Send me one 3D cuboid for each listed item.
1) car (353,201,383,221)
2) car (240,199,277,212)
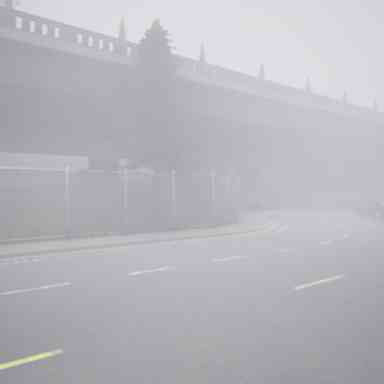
[{"bbox_3d":[15.121,1.453,27.074,1.882,1.535,5.008,1,0,-4],"label":"car"},{"bbox_3d":[7.589,1.523,38.930,2.033,1.411,5.357,0,0,-26],"label":"car"}]
